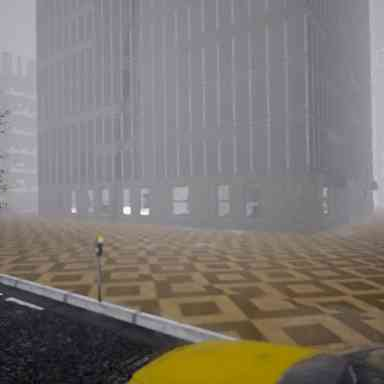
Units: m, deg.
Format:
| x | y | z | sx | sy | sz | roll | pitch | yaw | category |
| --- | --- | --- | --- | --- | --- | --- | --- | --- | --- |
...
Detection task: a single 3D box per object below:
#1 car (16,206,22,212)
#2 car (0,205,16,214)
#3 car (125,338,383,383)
| x | y | z | sx | sy | sz | roll | pitch | yaw | category |
| --- | --- | --- | --- | --- | --- | --- | --- | --- | --- |
| -29.721 | 2.487 | 53.019 | 1.752 | 1.417 | 4.829 | -2 | -2 | 35 | car |
| -26.065 | 2.163 | 43.766 | 1.967 | 1.590 | 4.097 | -2 | -2 | 35 | car |
| 1.491 | 1.523 | 1.821 | 4.829 | 1.417 | 1.752 | -1 | -1 | 36 | car |
